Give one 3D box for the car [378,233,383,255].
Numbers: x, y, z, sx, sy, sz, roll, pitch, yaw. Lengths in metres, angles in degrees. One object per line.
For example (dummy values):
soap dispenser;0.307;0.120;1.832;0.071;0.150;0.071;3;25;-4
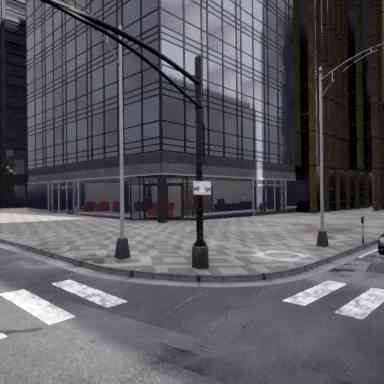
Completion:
car;8.617;1.703;12.988;1.802;1.307;4.206;-2;-1;43
